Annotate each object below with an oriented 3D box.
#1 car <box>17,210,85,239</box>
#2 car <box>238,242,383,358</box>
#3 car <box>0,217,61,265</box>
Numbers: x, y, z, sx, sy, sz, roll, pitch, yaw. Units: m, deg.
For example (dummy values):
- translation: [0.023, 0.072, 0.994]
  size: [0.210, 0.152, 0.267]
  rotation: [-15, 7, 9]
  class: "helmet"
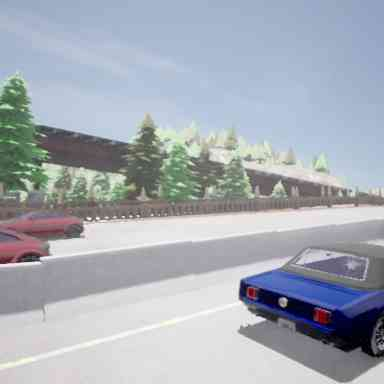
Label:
- translation: [-7.361, 1.565, 15.943]
  size: [4.181, 1.385, 1.994]
  rotation: [0, 0, -35]
  class: "car"
- translation: [3.151, 1.590, 5.997]
  size: [4.718, 1.301, 1.895]
  rotation: [0, 0, -36]
  class: "car"
- translation: [-5.822, 1.566, 8.438]
  size: [4.181, 1.385, 1.994]
  rotation: [0, 0, -36]
  class: "car"
